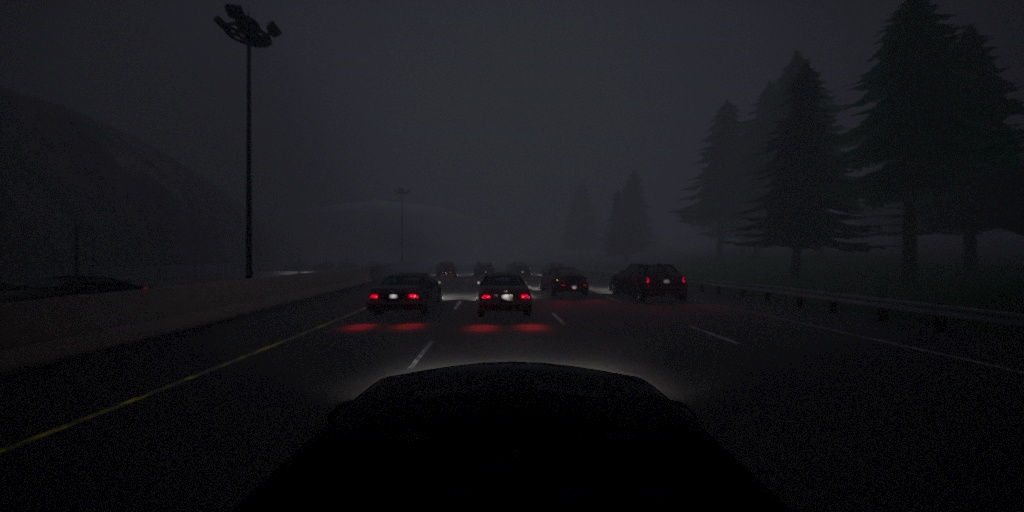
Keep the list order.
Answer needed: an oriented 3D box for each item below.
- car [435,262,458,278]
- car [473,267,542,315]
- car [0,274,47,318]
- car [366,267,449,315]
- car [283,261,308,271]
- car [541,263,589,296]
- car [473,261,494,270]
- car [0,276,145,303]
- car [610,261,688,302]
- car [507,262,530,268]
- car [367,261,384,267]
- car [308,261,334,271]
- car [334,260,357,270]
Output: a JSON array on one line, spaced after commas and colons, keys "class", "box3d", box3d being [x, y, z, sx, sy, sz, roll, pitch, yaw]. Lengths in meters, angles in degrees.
[{"class": "car", "box3d": [-6.272, 1.277, 34.420, 1.837, 1.490, 4.892, 0, 0, -9]}, {"class": "car", "box3d": [-0.344, 1.302, 13.527, 2.033, 1.411, 5.357, 0, 0, -4]}, {"class": "car", "box3d": [-17.950, 1.356, 11.018, 1.994, 1.385, 4.181, 0, 0, -3]}, {"class": "car", "box3d": [-3.862, 1.309, 13.700, 2.033, 1.411, 5.357, 0, 0, -4]}, {"class": "car", "box3d": [-30.694, 1.378, 51.327, 2.033, 1.411, 5.357, 0, 0, -10]}, {"class": "car", "box3d": [2.704, 1.275, 19.052, 1.812, 1.442, 4.674, 0, 0, -5]}, {"class": "car", "box3d": [-2.733, 1.256, 34.439, 2.128, 1.511, 4.902, 0, 0, -9]}, {"class": "car", "box3d": [-14.481, 1.348, 11.655, 1.994, 1.385, 4.181, 0, 0, -3]}, {"class": "car", "box3d": [6.371, 1.092, 17.230, 2.097, 1.767, 4.553, 0, 0, -4]}, {"class": "car", "box3d": [0.608, 1.284, 35.591, 1.812, 1.442, 4.674, 0, 0, -9]}, {"class": "car", "box3d": [-20.566, 1.373, 54.262, 1.994, 1.385, 4.181, 0, 0, -10]}, {"class": "car", "box3d": [-27.260, 1.424, 51.964, 1.895, 1.301, 4.718, 0, 0, -10]}, {"class": "car", "box3d": [-23.672, 1.341, 51.697, 1.812, 1.442, 4.674, 0, 0, -10]}]
